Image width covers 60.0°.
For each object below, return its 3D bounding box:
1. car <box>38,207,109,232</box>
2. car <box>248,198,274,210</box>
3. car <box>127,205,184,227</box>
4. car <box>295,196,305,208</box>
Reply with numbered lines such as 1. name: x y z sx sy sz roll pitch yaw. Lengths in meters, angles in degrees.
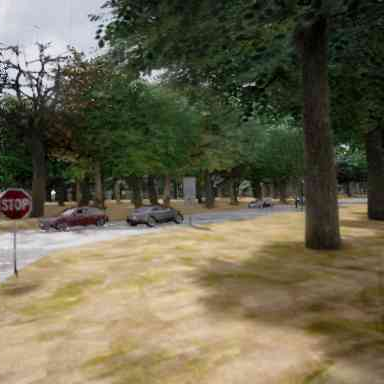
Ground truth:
1. car: -7.703 1.729 22.009 1.812 1.442 4.674 -3 -2 38
2. car: 9.009 1.545 43.442 2.128 1.511 4.902 -3 -2 38
3. car: -2.459 1.594 22.886 1.994 1.385 4.181 -3 -2 38
4. car: 15.872 1.373 46.350 1.837 1.490 4.892 -3 -2 38
